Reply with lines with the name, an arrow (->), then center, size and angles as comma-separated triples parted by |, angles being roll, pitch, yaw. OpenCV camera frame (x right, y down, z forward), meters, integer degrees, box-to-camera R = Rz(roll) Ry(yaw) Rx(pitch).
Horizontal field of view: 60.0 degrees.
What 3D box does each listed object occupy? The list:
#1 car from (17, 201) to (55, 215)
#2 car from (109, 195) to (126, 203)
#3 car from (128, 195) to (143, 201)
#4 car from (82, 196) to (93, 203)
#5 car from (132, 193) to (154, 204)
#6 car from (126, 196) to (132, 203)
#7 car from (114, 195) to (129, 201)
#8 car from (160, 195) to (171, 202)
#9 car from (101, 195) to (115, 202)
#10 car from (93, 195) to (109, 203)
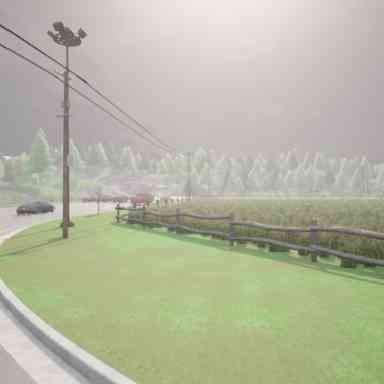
car -> -15.653, 1.563, 33.614 | 1.994, 1.385, 4.181 | 0, 0, 8
car -> -14.624, 1.481, 68.184 | 1.837, 1.490, 4.892 | 0, 0, 8
car -> -13.232, 1.371, 78.510 | 2.033, 1.411, 5.357 | 0, 0, 8
car -> -21.429, 1.523, 70.077 | 1.812, 1.442, 4.674 | 0, 0, 8
car -> -8.562, 1.218, 60.005 | 2.150, 2.045, 5.566 | 0, 0, 8
car -> -11.155, 1.477, 67.716 | 1.882, 1.535, 5.008 | 0, 0, 8
car -> -16.700, 1.384, 78.978 | 1.994, 1.385, 4.181 | 0, 0, 8
car -> -6.201, 1.523, 78.263 | 1.812, 1.442, 4.674 | 0, 0, 8
car -> -20.113, 1.551, 79.856 | 1.994, 1.385, 4.181 | 0, 0, 8
car -> -18.028, 1.336, 69.128 | 2.097, 1.767, 4.553 | 0, 0, 8
